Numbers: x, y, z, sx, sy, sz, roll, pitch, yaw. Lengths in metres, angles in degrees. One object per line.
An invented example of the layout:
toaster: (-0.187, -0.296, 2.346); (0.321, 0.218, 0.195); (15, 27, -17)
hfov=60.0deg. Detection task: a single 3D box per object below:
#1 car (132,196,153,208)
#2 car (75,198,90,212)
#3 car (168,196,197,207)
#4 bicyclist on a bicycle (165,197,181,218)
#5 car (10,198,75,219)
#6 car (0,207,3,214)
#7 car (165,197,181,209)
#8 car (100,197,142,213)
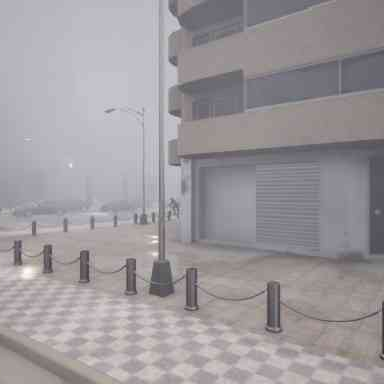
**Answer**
car: (-7.236, 1.296, 43.234); (2.097, 1.767, 4.553); (0, 0, 36)
car: (-13.100, 1.449, 35.149); (1.837, 1.490, 4.892); (0, 0, 36)
car: (-1.382, 1.449, 51.286); (1.837, 1.490, 4.892); (0, 0, 36)
bicyclist on a bicycle: (-1.503, 1.246, 26.473); (1.656, 1.620, 0.582); (0, 0, 36)
car: (-13.203, 1.436, 29.043); (2.128, 1.511, 4.902); (0, 0, 36)
car: (-18.580, 1.545, 27.608); (1.895, 1.301, 4.718); (0, 0, 36)
car: (-2.118, 1.508, 44.334); (1.994, 1.385, 4.181); (0, 0, 36)
car: (-7.972, 1.508, 36.262); (1.994, 1.385, 4.181); (0, 0, 36)
